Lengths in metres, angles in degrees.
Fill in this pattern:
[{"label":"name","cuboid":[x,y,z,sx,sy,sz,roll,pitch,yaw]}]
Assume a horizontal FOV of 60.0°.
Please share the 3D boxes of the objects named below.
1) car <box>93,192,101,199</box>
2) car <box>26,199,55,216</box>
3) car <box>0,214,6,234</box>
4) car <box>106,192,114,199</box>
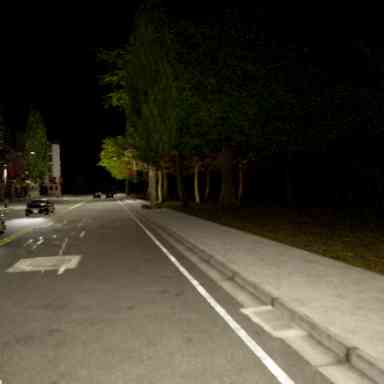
[{"label":"car","cuboid":[-24.132,1.050,84.195,2.033,1.411,5.357,-1,1,-14]},{"label":"car","cuboid":[-14.199,1.405,31.280,2.128,1.511,4.902,-1,1,-14]},{"label":"car","cuboid":[-10.399,1.518,15.969,1.812,1.442,4.674,-1,1,-14]},{"label":"car","cuboid":[-21.271,0.790,86.130,2.097,1.767,4.553,-1,1,-14]}]
